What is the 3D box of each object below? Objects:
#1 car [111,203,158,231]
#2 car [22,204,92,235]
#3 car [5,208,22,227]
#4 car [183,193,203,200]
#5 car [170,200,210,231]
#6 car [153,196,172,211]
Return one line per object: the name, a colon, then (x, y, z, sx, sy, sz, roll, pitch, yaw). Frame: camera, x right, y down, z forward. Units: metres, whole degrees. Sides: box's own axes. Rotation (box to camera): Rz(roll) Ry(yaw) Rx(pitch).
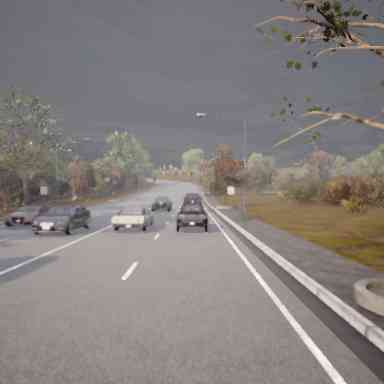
car: (-3.469, 1.578, 20.404, 1.895, 1.301, 4.718, 0, 0, 1)
car: (-7.048, 1.468, 18.553, 2.128, 1.511, 4.902, 0, 0, 0)
car: (-10.513, 1.560, 22.104, 1.994, 1.385, 4.181, 0, 0, 0)
car: (0.067, 1.172, 39.377, 2.150, 2.045, 5.566, 0, 0, 0)
car: (0.032, 1.470, 20.242, 2.128, 1.511, 4.902, 0, 0, 1)
car: (-3.437, 1.304, 39.018, 2.097, 1.767, 4.553, 0, 0, 0)
